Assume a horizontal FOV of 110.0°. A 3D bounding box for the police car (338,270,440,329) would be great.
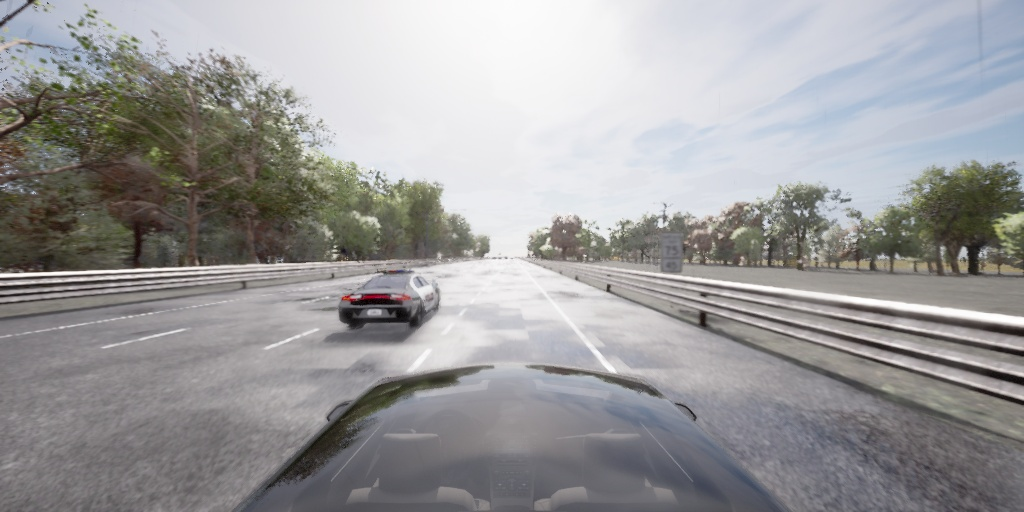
[{"bbox_3d":[-3.531,1.238,11.431,2.038,1.542,4.974,0,0,-2],"label":"police car"}]
